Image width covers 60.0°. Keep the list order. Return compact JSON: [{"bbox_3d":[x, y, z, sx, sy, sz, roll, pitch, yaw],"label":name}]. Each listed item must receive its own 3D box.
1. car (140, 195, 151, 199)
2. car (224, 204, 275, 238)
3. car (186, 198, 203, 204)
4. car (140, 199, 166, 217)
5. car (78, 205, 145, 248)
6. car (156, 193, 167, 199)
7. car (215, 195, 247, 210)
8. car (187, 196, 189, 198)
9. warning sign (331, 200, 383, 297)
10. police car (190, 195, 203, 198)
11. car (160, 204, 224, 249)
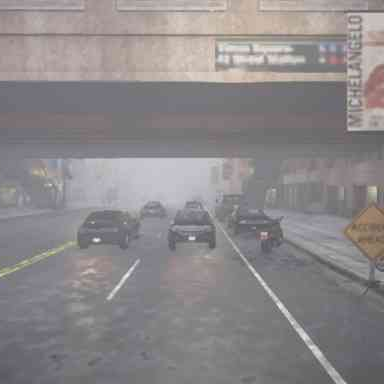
[{"bbox_3d":[-10.430,1.497,75.059,1.837,1.490,4.892,0,0,0],"label":"car"},{"bbox_3d":[3.225,1.594,19.584,1.895,1.301,4.718,0,0,0],"label":"car"},{"bbox_3d":[0.129,1.563,29.652,2.033,1.411,5.357,0,0,0],"label":"car"},{"bbox_3d":[-3.371,1.573,29.650,1.994,1.385,4.181,0,0,0],"label":"car"},{"bbox_3d":[-3.483,1.517,14.636,1.837,1.490,4.892,0,0,0],"label":"car"},{"bbox_3d":[-6.937,1.223,75.567,2.150,2.045,5.566,0,0,-3],"label":"car"},{"bbox_3d":[3.180,1.228,26.981,2.435,2.045,5.566,0,0,0],"label":"car"},{"bbox_3d":[-0.197,1.527,84.509,1.812,1.442,4.674,0,0,-14],"label":"car"},{"bbox_3d":[3.800,1.114,7.032,1.300,1.860,1.060,0,0,0],"label":"warning sign"},{"bbox_3d":[1.159,1.425,67.145,1.930,1.638,5.238,0,0,0],"label":"police car"},{"bbox_3d":[0.017,1.495,14.607,2.128,1.511,4.902,0,0,0],"label":"car"}]
